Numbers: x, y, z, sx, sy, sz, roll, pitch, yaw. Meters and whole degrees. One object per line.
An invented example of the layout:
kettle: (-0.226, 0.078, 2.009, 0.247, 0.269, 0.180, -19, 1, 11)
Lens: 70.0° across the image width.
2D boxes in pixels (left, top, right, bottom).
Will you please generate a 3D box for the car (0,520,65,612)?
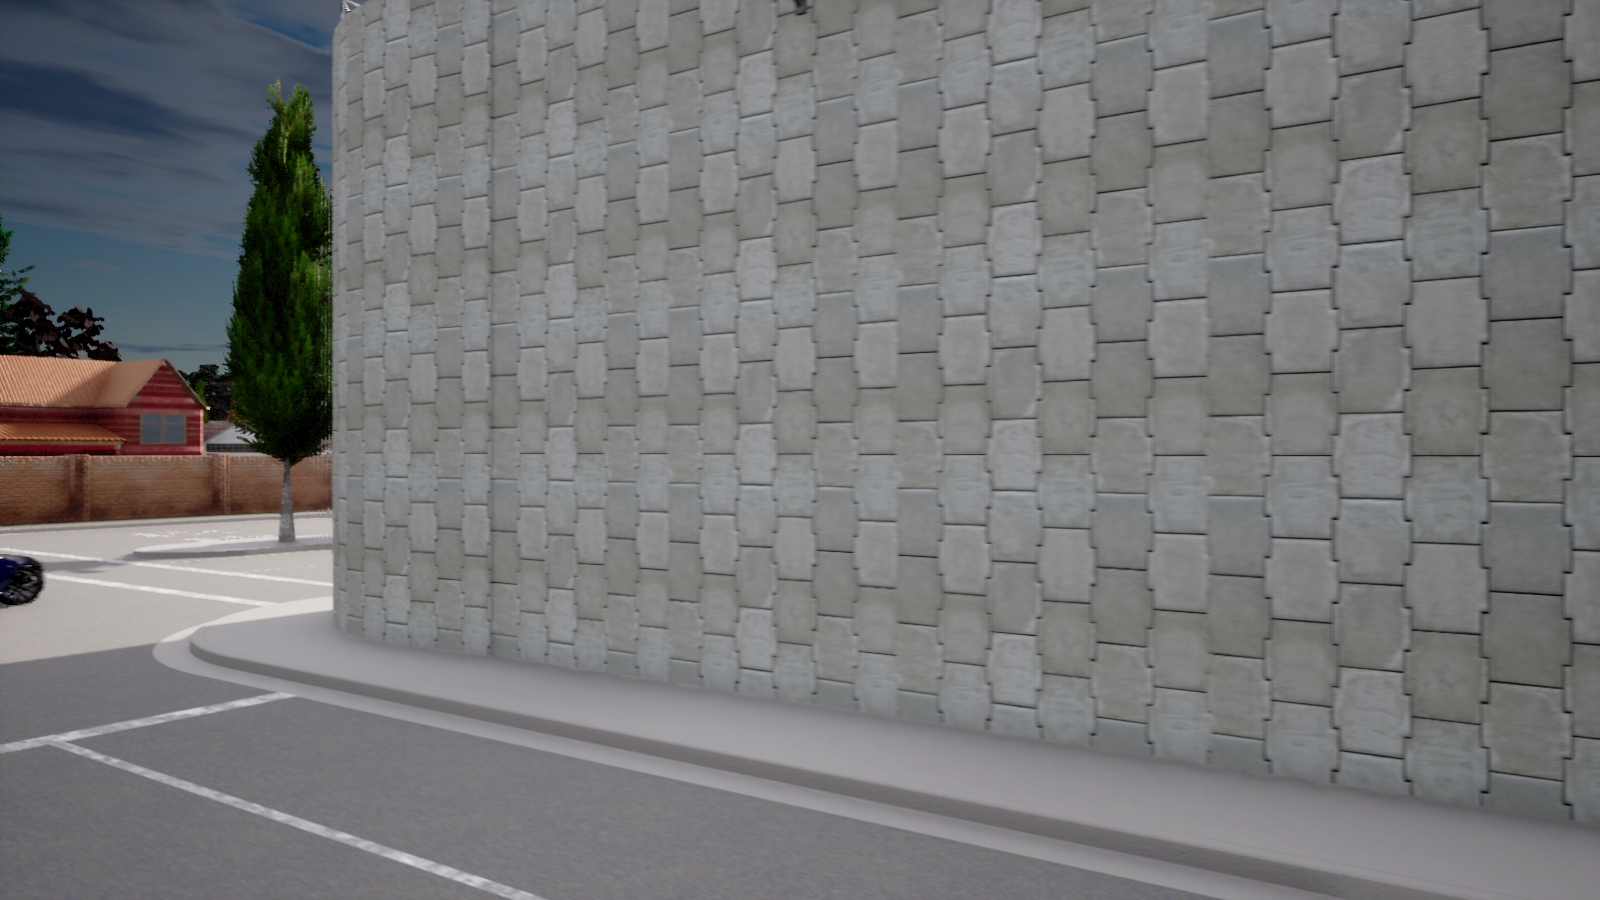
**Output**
car: (-14.997, 2.060, 18.963, 2.163, 1.488, 4.792, 0, 0, 6)
